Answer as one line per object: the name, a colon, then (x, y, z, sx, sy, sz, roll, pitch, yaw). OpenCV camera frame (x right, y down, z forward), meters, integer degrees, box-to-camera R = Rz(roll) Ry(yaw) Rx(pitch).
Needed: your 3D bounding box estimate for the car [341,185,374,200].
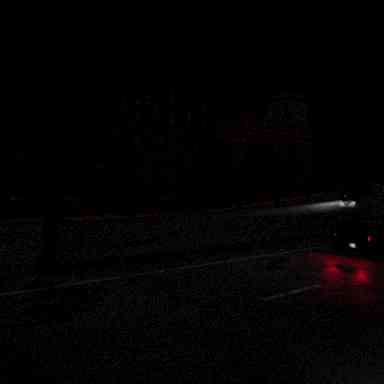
car: (19.385, -0.023, 39.051, 4.902, 1.511, 2.128, -8, 4, -35)

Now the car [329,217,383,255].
car: (7.825, 1.669, 13.739, 4.718, 1.301, 1.895, -1, 1, -35)
